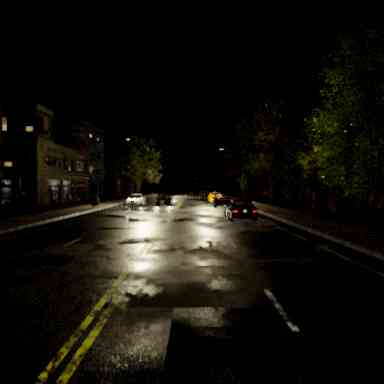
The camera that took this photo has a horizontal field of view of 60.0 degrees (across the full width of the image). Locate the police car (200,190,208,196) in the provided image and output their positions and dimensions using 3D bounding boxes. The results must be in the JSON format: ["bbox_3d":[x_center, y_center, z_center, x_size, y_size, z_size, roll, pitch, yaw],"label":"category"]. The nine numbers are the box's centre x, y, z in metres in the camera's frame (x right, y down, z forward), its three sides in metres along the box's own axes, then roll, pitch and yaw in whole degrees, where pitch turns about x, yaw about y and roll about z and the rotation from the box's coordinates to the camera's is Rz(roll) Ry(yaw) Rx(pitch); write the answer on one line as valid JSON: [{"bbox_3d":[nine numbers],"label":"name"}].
[{"bbox_3d":[3.240,0.165,91.212,2.038,1.542,4.974,0,1,0],"label":"police car"}]

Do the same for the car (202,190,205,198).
[{"bbox_3d":[3.244,0.649,58.214,1.837,1.490,4.892,0,1,0],"label":"car"}]

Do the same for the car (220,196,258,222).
[{"bbox_3d":[3.338,1.208,23.115,2.033,1.411,5.357,0,1,1],"label":"car"}]

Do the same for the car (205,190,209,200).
[{"bbox_3d":[3.245,0.784,47.214,1.882,1.535,5.008,0,1,0],"label":"car"}]

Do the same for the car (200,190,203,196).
[{"bbox_3d":[3.243,0.529,69.213,2.033,1.411,5.357,0,1,0],"label":"car"}]

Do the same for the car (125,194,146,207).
[{"bbox_3d":[-6.584,0.947,39.422,1.812,1.442,4.674,0,1,0],"label":"car"}]

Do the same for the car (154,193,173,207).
[{"bbox_3d":[-3.335,0.923,39.768,1.837,1.490,4.892,0,0,0],"label":"car"}]

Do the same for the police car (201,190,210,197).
[{"bbox_3d":[3.241,0.244,80.321,1.930,1.638,5.238,0,1,0],"label":"police car"}]

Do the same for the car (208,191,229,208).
[{"bbox_3d":[3.246,0.961,36.214,2.128,1.511,4.902,0,1,0],"label":"car"}]
